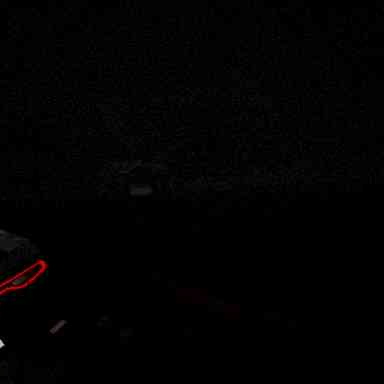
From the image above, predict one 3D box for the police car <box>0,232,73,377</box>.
[{"bbox_3d":[-3.584,1.201,4.726,5.238,1.638,1.930,-1,26,48],"label":"police car"}]
